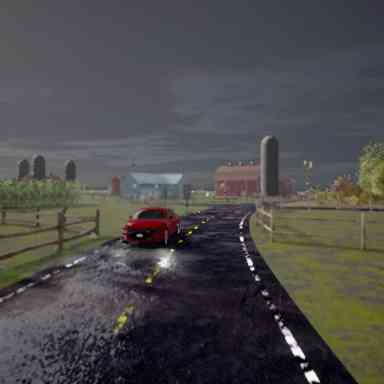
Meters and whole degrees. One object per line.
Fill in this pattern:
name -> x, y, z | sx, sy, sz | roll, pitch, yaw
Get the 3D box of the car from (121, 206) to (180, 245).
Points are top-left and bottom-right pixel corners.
car -> -1.790, 1.446, 15.663 | 1.882, 1.535, 5.008 | 0, 0, 7
